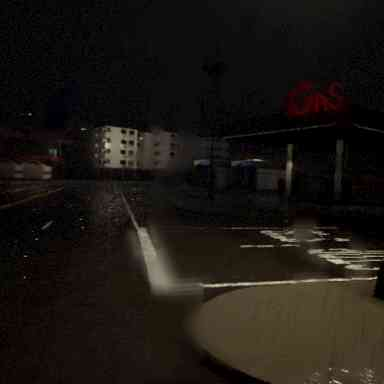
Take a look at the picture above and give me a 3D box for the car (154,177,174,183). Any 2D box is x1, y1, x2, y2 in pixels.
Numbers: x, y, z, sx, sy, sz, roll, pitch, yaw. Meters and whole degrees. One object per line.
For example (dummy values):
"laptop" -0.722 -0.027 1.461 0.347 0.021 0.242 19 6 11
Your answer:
"car" -6.584 -2.970 82.555 4.902 1.511 2.128 -1 4 -43

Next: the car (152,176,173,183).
"car" -7.594 -3.245 86.271 5.008 1.535 1.882 0 4 -40
